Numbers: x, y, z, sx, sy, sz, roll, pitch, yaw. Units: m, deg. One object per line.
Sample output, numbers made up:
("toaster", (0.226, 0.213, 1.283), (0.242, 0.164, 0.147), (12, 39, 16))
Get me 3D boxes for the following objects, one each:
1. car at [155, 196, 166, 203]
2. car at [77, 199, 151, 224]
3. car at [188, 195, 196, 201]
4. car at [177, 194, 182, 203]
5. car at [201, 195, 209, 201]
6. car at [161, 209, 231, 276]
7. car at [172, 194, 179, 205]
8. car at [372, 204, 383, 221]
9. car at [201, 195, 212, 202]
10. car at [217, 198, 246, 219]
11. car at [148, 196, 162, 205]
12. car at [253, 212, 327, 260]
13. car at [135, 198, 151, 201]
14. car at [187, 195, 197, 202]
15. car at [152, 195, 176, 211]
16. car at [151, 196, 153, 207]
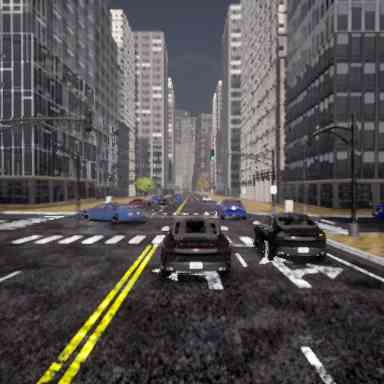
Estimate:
("car", (-6.499, 1.486, 69.571), (1.812, 1.442, 4.674), (0, 0, 0))
("car", (-6.014, 1.502, 24.607), (5.357, 1.411, 2.033), (1, 1, 29))
("car", (0.002, 1.425, 81.841), (1.882, 1.535, 5.008), (0, 0, 0))
("car", (-3.273, 1.497, 59.088), (1.812, 1.442, 4.674), (0, 0, 0))
("car", (3.251, 1.446, 82.493), (1.837, 1.490, 4.892), (0, 0, 0))
("car", (0.099, 1.503, 10.329), (1.837, 1.490, 4.892), (0, 0, 0))
("car", (-3.332, 1.485, 49.267), (1.837, 1.490, 4.892), (0, 0, 0))
("car", (17.206, 1.356, 25.977), (5.566, 2.045, 2.150), (1, 1, 2))
("car", (3.251, 1.554, 72.558), (1.895, 1.301, 4.718), (0, 0, 0))
("car", (3.363, 1.322, 28.898), (2.097, 1.767, 4.553), (0, 1, 0))
("car", (-6.518, 1.449, 59.301), (1.882, 1.535, 5.008), (0, 0, 0))
("car", (3.470, 1.502, 12.411), (1.837, 1.490, 4.892), (0, 0, 3))
("car", (-6.587, 1.511, 40.692), (1.812, 1.442, 4.674), (0, 0, 2))
("car", (0.001, 1.483, 71.847), (1.812, 1.442, 4.674), (0, 0, 0))
("car", (-3.339, 1.491, 39.928), (1.837, 1.490, 4.892), (0, 0, 0))
("car", (-6.577, 1.580, 49.795), (1.895, 1.301, 4.718), (0, 0, 0))
